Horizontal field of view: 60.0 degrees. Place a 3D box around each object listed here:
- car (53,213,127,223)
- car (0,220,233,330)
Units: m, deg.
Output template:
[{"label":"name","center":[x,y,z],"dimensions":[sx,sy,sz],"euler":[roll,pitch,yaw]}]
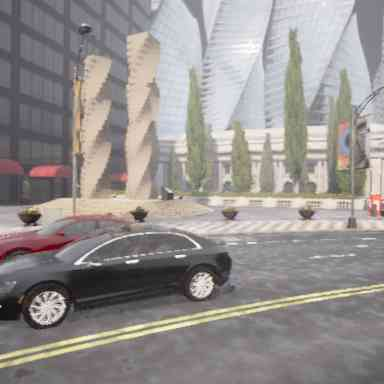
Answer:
[{"label":"car","center":[-3.256,1.412,9.760],"dimensions":[5.008,1.535,1.882],"euler":[1,0,-29]},{"label":"car","center":[-1.451,1.469,6.811],"dimensions":[4.892,1.490,1.837],"euler":[1,0,-29]}]
